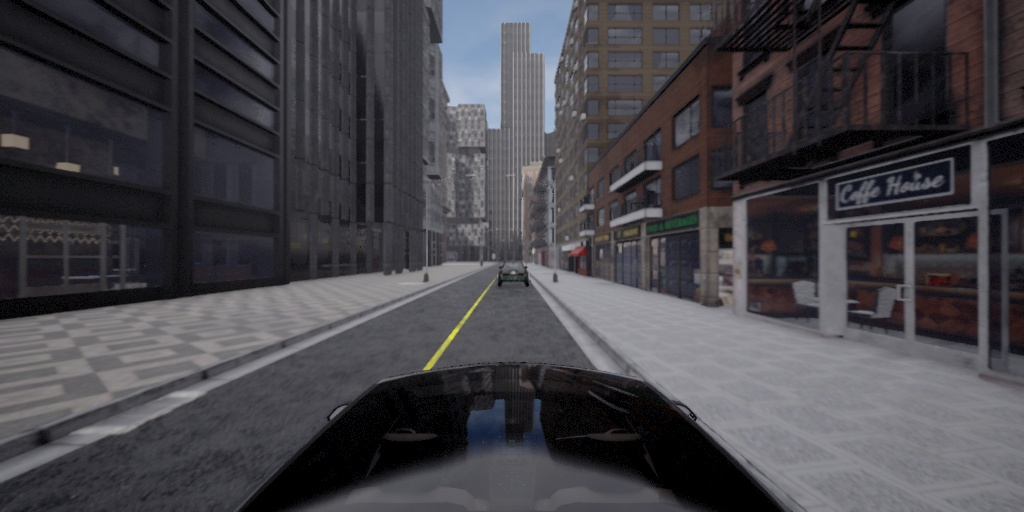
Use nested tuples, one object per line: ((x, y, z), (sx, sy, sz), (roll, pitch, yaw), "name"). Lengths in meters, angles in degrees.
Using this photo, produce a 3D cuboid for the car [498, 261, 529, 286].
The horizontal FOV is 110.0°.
((0.090, 1.137, 26.137), (2.097, 1.767, 4.553), (0, 0, 0), "car")
